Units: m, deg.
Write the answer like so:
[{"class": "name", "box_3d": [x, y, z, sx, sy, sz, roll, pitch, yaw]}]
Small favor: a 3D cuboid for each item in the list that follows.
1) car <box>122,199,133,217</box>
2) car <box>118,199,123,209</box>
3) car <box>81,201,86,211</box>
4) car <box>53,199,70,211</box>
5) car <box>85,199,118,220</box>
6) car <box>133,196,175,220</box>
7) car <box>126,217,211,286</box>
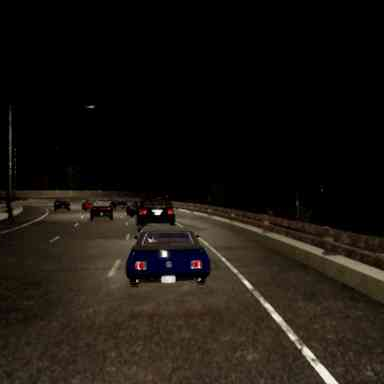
[{"class": "car", "box_3d": [-5.362, 1.657, 32.664, 1.994, 1.385, 4.181, 0, 0, -17]}, {"class": "car", "box_3d": [-9.880, 1.623, 44.657, 2.128, 1.511, 4.902, 0, 0, -23]}, {"class": "car", "box_3d": [-13.401, 1.695, 43.932, 1.994, 1.385, 4.181, 0, 0, -24]}, {"class": "car", "box_3d": [-16.883, 1.624, 43.139, 2.128, 1.511, 4.902, 0, 0, -24]}, {"class": "car", "box_3d": [-7.870, 1.578, 28.905, 2.128, 1.511, 4.902, 0, 0, -16]}, {"class": "car", "box_3d": [-2.398, 1.281, 20.888, 2.150, 2.045, 5.566, 0, 0, -11]}, {"class": "car", "box_3d": [-0.717, 1.628, 9.484, 1.895, 1.301, 4.718, 0, 0, -5]}]
